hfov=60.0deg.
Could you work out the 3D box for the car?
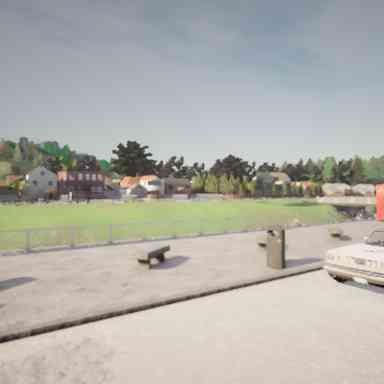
[{"bbox_3d":[5.440,1.605,8.489,4.718,1.301,1.895,0,0,-36],"label":"car"}]
